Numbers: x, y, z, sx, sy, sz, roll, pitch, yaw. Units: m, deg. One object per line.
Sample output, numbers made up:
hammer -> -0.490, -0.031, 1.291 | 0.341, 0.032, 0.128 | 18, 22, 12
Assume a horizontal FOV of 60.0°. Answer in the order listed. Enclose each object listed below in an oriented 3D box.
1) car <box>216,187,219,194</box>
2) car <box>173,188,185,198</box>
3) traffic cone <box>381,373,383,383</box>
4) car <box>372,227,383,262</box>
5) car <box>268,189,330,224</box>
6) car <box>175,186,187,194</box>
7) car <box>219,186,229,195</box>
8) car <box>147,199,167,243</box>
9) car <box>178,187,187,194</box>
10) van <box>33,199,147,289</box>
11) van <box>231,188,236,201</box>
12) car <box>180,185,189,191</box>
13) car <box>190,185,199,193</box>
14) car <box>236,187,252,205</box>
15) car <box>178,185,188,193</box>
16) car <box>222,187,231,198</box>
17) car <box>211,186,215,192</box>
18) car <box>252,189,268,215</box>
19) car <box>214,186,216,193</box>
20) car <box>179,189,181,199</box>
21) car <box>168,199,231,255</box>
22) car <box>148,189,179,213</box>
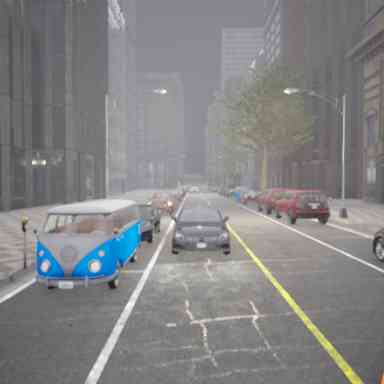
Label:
car -> 6.361, -0.327, 64.493 | 2.192, 1.841, 5.009 | 0, 1, 0
car -> -2.216, 0.485, 41.981 | 1.802, 1.307, 4.206 | 0, 1, 0
traffic cone -> 2.087, 1.858, 3.448 | 0.340, 0.580, 0.340 | 0, 2, 0
car -> 6.232, 1.219, 8.119 | 1.967, 1.590, 4.097 | 0, 2, 0
car -> 6.257, 0.799, 19.392 | 2.192, 1.841, 5.009 | 0, 1, 0
car -> -2.190, 0.150, 53.083 | 1.752, 1.417, 4.829 | 0, 1, 0
car -> 6.348, 0.057, 58.861 | 1.947, 1.339, 4.313 | 0, 1, 0
car -> -2.281, 1.191, 13.795 | 1.947, 1.339, 4.313 | 0, 2, 0
car -> -2.138, -0.345, 75.803 | 1.947, 1.339, 4.313 | 0, 1, 0
van -> -2.293, 1.116, 8.152 | 1.690, 1.788, 3.998 | 0, 2, 0
van -> 6.310, 0.249, 41.943 | 1.690, 1.788, 3.998 | 0, 1, 0
car -> -2.178, -0.198, 58.884 | 2.192, 1.841, 5.009 | 0, 1, 0
car -> 0.552, -0.885, 84.336 | 2.150, 2.045, 5.566 | 0, 1, 0
car -> 6.297, 0.492, 36.308 | 1.967, 1.590, 4.097 | 0, 1, 0
car -> -2.125, -0.727, 81.434 | 2.192, 1.841, 5.009 | 0, 1, 0
car -> 6.335, 0.207, 53.225 | 1.802, 1.307, 4.206 | 0, 1, 0
car -> 6.401, -0.472, 81.413 | 1.947, 1.339, 4.313 | 0, 1, 0
car -> 6.271, 0.654, 25.029 | 2.192, 1.841, 5.009 | 0, 1, 0
car -> 6.374, -0.229, 70.137 | 1.887, 1.381, 4.507 | 0, 1, 0
car -> -2.242, 0.736, 30.705 | 1.887, 1.381, 4.507 | 0, 1, 0
car -> 0.284, 1.202, 11.919 | 1.812, 1.442, 4.674 | 0, 2, 0
car -> -2.255, 0.775, 25.066 | 1.967, 1.590, 4.097 | 0, 1, 0
